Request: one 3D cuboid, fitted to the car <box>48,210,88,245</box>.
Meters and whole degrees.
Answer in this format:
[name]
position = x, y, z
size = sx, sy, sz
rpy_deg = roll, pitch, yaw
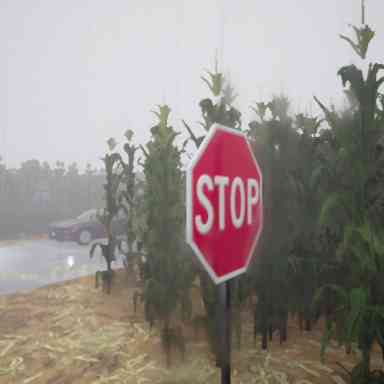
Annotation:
[car]
position = -4.276, 1.478, 15.787
size = 1.882, 1.535, 5.008
rpy_deg = 0, 0, 36
